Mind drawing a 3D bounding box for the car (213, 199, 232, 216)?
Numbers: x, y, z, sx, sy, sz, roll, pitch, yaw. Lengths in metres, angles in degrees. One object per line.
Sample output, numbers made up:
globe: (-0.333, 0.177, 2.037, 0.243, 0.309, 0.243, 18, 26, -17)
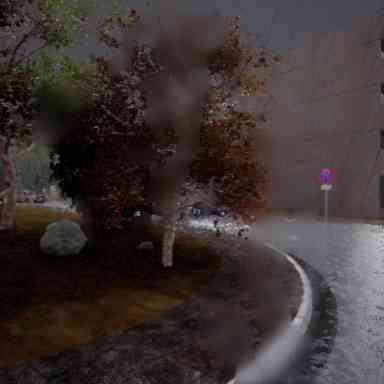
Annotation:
car: (0.557, 1.077, 24.452, 4.718, 1.301, 1.895, 3, 1, 44)

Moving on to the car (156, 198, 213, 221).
car: (-1.419, 0.935, 21.571, 4.902, 1.511, 2.128, 3, 1, 42)

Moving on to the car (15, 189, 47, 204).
car: (-15.458, 0.441, 30.675, 4.181, 1.385, 1.994, 0, -1, 22)
